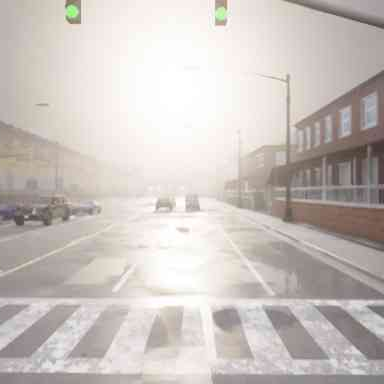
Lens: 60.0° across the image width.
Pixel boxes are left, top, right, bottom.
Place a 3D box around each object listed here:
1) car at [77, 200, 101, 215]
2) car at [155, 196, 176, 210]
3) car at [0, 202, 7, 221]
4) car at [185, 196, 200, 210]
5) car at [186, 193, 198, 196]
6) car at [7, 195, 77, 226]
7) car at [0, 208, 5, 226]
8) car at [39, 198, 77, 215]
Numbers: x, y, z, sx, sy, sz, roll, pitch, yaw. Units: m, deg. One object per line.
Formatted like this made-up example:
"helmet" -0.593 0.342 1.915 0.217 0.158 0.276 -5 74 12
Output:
"car" -10.557 1.527 33.836 1.812 1.442 4.674 0 0 0
"car" -3.494 1.354 42.790 2.097 1.767 4.553 0 0 0
"car" -14.091 1.478 24.719 1.882 1.535 5.008 0 0 0
"car" 0.103 1.550 42.463 2.033 1.411 5.357 0 0 0
"car" 0.001 1.225 53.109 2.150 2.045 5.566 0 0 0
"car" -10.592 1.222 24.041 2.150 2.045 5.566 0 0 0
"car" -10.610 1.601 14.416 1.895 1.301 4.718 0 0 3
"car" -14.040 1.479 35.182 1.882 1.535 5.008 0 0 1
